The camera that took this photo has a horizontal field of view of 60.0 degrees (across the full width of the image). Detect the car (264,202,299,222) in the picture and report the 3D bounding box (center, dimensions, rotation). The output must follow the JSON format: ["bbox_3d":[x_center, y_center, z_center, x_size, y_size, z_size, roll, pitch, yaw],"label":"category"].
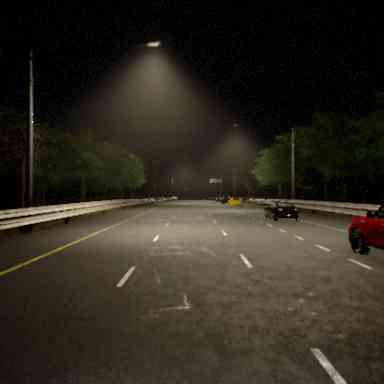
[{"bbox_3d":[7.037,1.511,26.585,2.128,1.511,4.902,0,0,0],"label":"car"}]

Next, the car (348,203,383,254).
[{"bbox_3d":[7.010,1.226,10.277,2.150,2.045,5.566,0,0,0],"label":"car"}]

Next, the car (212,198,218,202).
[{"bbox_3d":[7.469,2.289,93.855,1.895,1.301,4.718,0,-1,1],"label":"car"}]

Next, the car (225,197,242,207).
[{"bbox_3d":[7.160,1.677,55.101,1.882,1.535,5.008,0,-1,0],"label":"car"}]

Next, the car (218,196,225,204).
[{"bbox_3d":[7.281,1.913,72.812,1.837,1.490,4.892,0,-1,0],"label":"car"}]
